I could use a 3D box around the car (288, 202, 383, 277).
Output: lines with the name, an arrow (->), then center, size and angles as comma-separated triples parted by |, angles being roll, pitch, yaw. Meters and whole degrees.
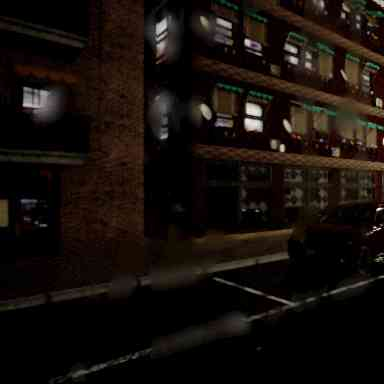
car -> 5.174, 1.252, 10.239 | 5.009, 1.841, 2.192 | 0, 0, -35
